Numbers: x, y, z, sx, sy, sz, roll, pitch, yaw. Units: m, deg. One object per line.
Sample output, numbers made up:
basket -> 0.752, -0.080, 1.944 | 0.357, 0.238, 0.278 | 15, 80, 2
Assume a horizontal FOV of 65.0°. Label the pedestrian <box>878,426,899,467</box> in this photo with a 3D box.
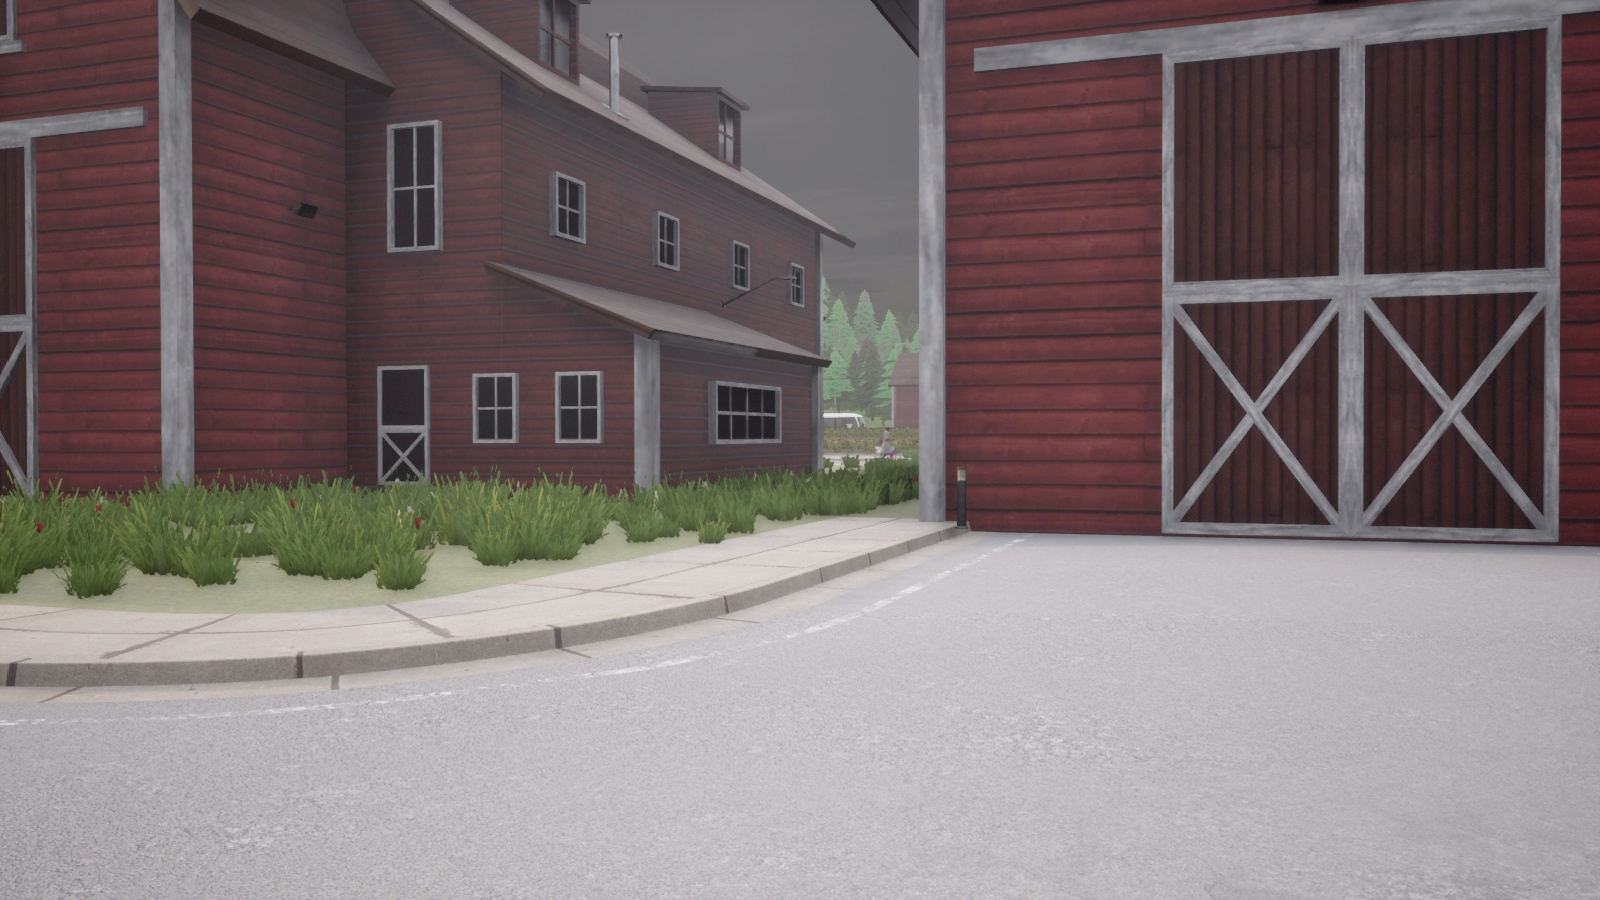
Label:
pedestrian -> 4.175, -0.175, 59.295 | 0.873, 1.952, 0.659 | 1, 1, 16
